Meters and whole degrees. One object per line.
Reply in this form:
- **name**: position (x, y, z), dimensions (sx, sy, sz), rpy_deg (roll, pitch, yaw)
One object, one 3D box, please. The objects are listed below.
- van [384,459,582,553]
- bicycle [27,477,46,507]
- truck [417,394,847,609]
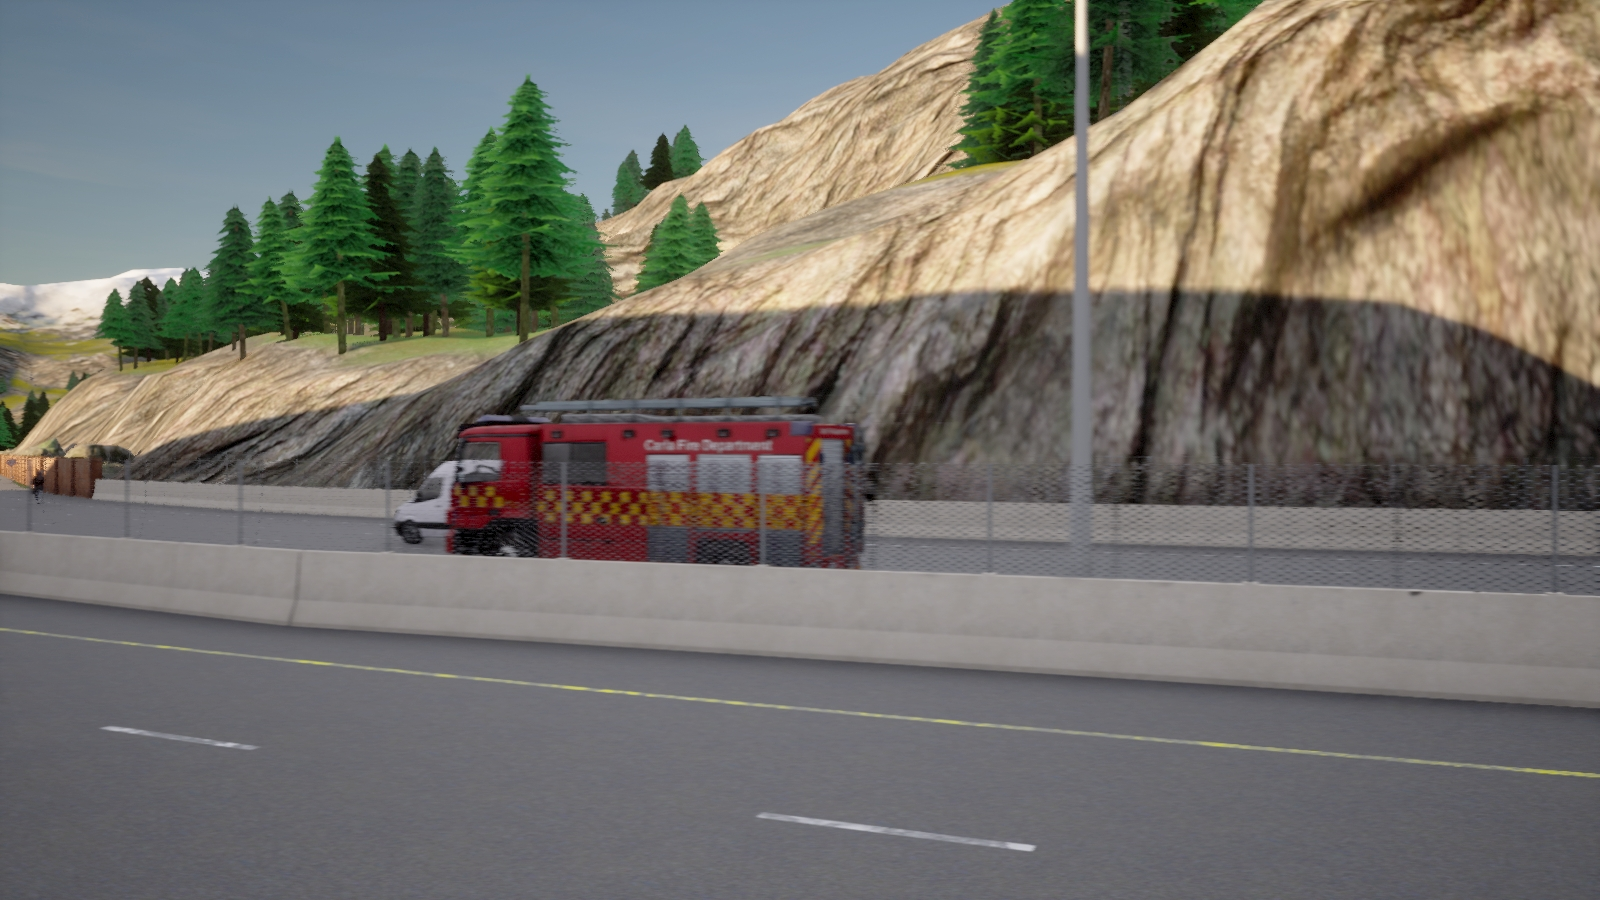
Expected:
- **van**: position (-9.509, 1.581, 34.143), dimensions (5.915, 2.561, 1.988), rpy_deg (0, 0, 27)
- **bicycle**: position (-39.309, 2.128, 58.838), dimensions (1.835, 1.489, 0.329), rpy_deg (0, 0, 41)
- **truck**: position (-3.518, 0.923, 23.392), dimensions (8.468, 3.827, 2.891), rpy_deg (0, 0, 24)
